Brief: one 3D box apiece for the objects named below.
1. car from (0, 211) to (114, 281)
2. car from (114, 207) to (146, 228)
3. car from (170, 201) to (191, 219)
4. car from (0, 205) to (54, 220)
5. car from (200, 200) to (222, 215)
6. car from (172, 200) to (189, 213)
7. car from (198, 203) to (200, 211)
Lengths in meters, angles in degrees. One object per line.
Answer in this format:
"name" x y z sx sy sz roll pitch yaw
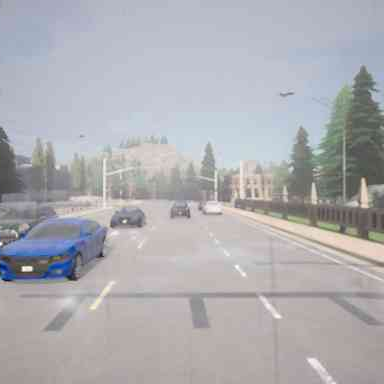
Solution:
"car" -3.951 1.550 10.280 1.882 1.535 5.008 0 -1 -2
"car" -4.395 1.726 23.409 1.994 1.385 4.181 0 0 -2
"car" -1.097 1.710 31.870 2.128 1.511 4.902 0 0 -2
"car" -7.627 1.459 15.226 2.097 1.767 4.553 0 0 -2
"car" 2.210 1.776 36.728 1.812 1.442 4.674 0 0 -3
"car" -1.521 1.839 42.625 2.033 1.411 5.357 0 0 -2
"car" 1.843 1.863 46.306 2.033 1.411 5.357 0 0 -2
